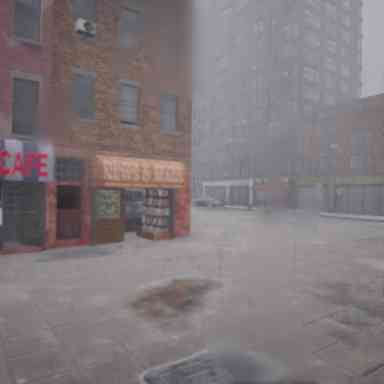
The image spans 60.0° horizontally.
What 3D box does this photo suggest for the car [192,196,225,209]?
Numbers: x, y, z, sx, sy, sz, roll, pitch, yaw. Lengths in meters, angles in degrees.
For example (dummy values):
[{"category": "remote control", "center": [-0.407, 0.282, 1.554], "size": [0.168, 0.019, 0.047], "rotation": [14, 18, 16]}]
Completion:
[{"category": "car", "center": [1.952, 1.205, 40.138], "size": [2.128, 1.511, 4.902], "rotation": [1, 0, -35]}]
